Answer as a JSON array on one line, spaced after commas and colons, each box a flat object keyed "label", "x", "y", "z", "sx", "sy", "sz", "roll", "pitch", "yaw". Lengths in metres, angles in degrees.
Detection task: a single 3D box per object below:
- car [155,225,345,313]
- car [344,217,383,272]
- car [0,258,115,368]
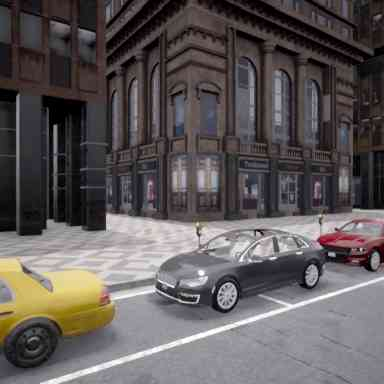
[{"label": "car", "x": 1.261, "y": 1.551, "z": 7.554, "sx": 4.403, "sy": 1.369, "sz": 2.008, "roll": 0, "pitch": 0, "yaw": -36}, {"label": "car", "x": 5.828, "y": 1.546, "z": 10.817, "sx": 4.507, "sy": 1.381, "sz": 1.887, "roll": 0, "pitch": 0, "yaw": -36}, {"label": "car", "x": -3.453, "y": 1.525, "z": 4.184, "sx": 4.829, "sy": 1.417, "sz": 1.752, "roll": 0, "pitch": 0, "yaw": -36}]
